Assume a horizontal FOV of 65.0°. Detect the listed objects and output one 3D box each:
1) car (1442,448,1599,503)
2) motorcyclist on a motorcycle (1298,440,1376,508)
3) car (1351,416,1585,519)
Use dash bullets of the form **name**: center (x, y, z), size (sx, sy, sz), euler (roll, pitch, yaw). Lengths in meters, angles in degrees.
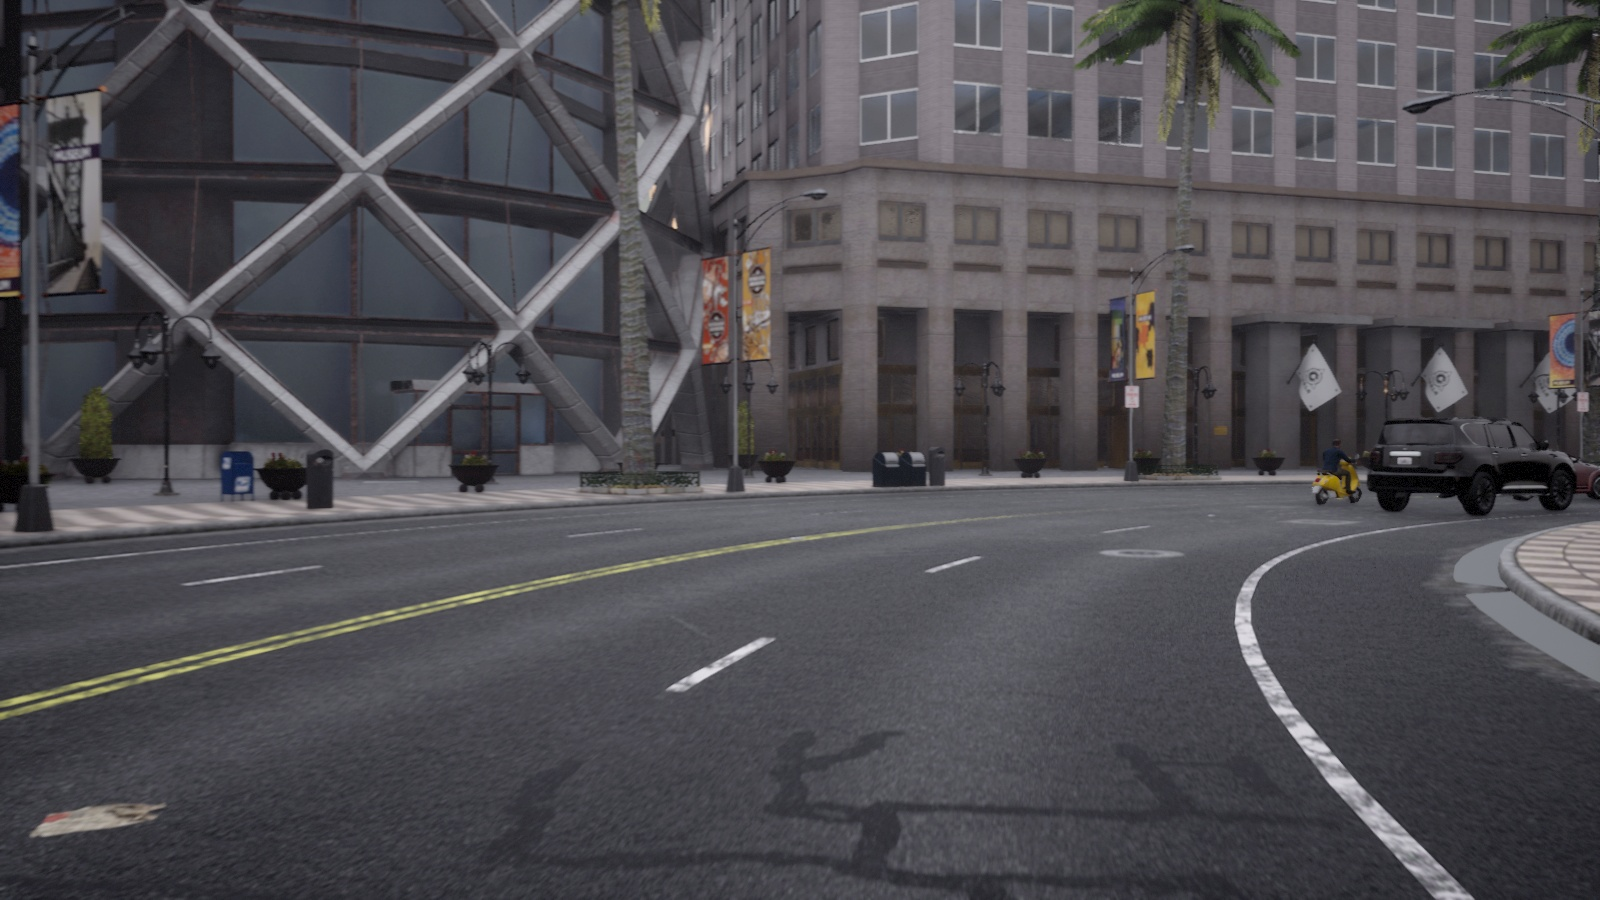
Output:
- **car**: center (19.610, 0.655, 33.617), size (4.181, 1.385, 1.994), euler (0, 0, -20)
- **motorcyclist on a motorcycle**: center (13.020, 0.550, 30.457), size (1.817, 1.590, 0.866), euler (-1, 1, -33)
- **car**: center (14.641, 0.336, 27.409), size (5.566, 2.045, 2.150), euler (0, 0, -34)
